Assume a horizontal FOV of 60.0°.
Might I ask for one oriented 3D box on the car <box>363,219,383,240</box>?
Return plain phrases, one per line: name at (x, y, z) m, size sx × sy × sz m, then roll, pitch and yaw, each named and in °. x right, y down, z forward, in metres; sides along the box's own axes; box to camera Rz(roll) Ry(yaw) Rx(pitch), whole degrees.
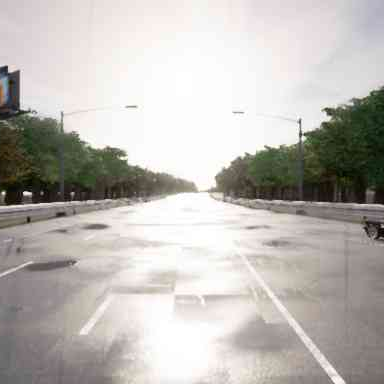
car at (9.416, 1.519, 13.851) m, size 1.895 × 1.301 × 4.718 m, roll 0°, pitch -1°, yaw -11°
